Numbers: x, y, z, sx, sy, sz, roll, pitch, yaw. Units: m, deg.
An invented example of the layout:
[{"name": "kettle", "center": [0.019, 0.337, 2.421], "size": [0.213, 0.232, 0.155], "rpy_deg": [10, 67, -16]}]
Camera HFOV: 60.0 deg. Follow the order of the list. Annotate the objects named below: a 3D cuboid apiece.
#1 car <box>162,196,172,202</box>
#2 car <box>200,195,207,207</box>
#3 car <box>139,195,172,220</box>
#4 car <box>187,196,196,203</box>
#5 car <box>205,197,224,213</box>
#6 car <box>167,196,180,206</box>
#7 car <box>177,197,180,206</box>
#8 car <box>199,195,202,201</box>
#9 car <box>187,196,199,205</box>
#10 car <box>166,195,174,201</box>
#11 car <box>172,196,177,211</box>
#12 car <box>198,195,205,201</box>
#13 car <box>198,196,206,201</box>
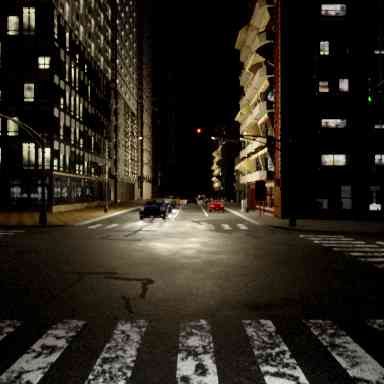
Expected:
[{"name": "car", "center": [-5.810, 1.589, 78.411], "size": [2.008, 1.369, 4.403], "rpy_deg": [0, 0, 0]}, {"name": "car", "center": [2.614, 1.567, 50.181], "size": [2.008, 1.369, 4.403], "rpy_deg": [0, 0, 0]}, {"name": "car", "center": [-3.138, 1.357, 28.173], "size": [2.097, 1.767, 4.553], "rpy_deg": [0, 0, 0]}, {"name": "car", "center": [-0.106, 1.583, 70.271], "size": [1.994, 1.385, 4.181], "rpy_deg": [0, 0, 0]}, {"name": "car", "center": [2.685, 1.591, 37.264], "size": [1.802, 1.307, 4.206], "rpy_deg": [0, 0, 0]}, {"name": "car", "center": [-3.088, 1.498, 56.751], "size": [1.882, 1.535, 5.008], "rpy_deg": [0, 0, 0]}, {"name": "car", "center": [-3.146, 1.615, 46.478], "size": [1.895, 1.301, 4.718], "rpy_deg": [0, 0, 0]}, {"name": "car", "center": [2.606, 1.571, 55.830], "size": [2.008, 1.369, 4.403], "rpy_deg": [0, 0, 0]}, {"name": "car", "center": [0.010, 1.587, 60.229], "size": [1.994, 1.385, 4.181], "rpy_deg": [0, 0, 0]}, {"name": "car", "center": [-5.828, 1.595, 89.708], "size": [1.887, 1.381, 4.507], "rpy_deg": [0, 0, 0]}, {"name": "car", "center": [-3.152, 1.500, 37.221], "size": [2.128, 1.511, 4.902], "rpy_deg": [0, 0, 0]}, {"name": "car", "center": [2.552, 1.491, 89.721], "size": [1.967, 1.590, 4.097], "rpy_deg": [0, 0, 0]}, {"name": "car", "center": [2.561, 1.626, 84.073], "size": [1.802, 1.307, 4.206], "rpy_deg": [0, 0, 0]}]
